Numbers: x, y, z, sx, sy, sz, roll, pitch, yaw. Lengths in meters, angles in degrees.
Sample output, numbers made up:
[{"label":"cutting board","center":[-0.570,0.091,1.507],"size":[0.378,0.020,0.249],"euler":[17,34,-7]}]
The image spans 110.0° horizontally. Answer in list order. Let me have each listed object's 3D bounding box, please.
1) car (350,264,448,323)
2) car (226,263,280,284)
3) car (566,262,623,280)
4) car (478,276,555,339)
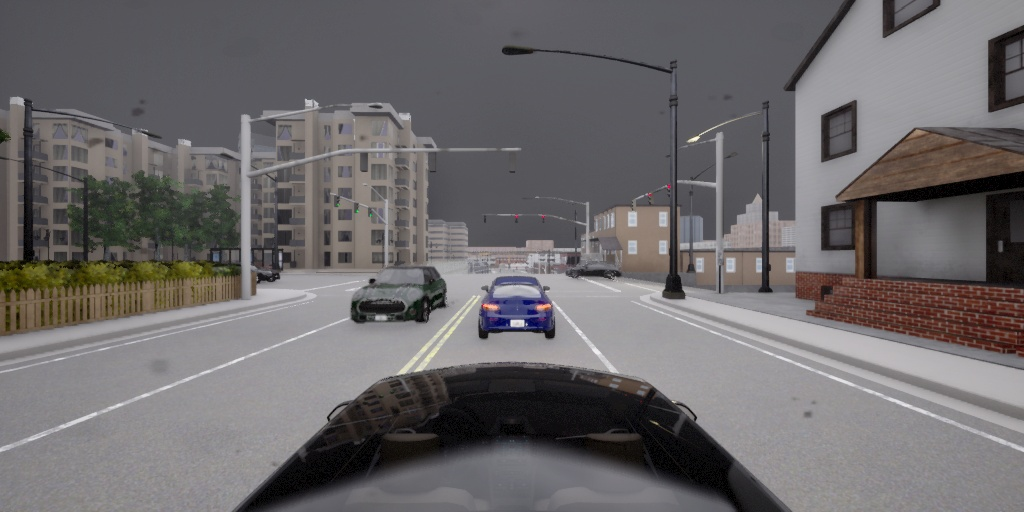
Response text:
[{"label":"car","center":[-3.545,1.102,12.035],"size":[2.097,1.767,4.553],"euler":[0,0,1]},{"label":"car","center":[-19.815,1.255,26.487],"size":[4.892,1.490,1.837],"euler":[0,0,1]},{"label":"car","center":[6.889,1.252,30.279],"size":[4.674,1.442,1.812],"euler":[2,0,11]},{"label":"car","center":[0.110,1.276,9.991],"size":[1.812,1.442,4.674],"euler":[0,0,0]}]
